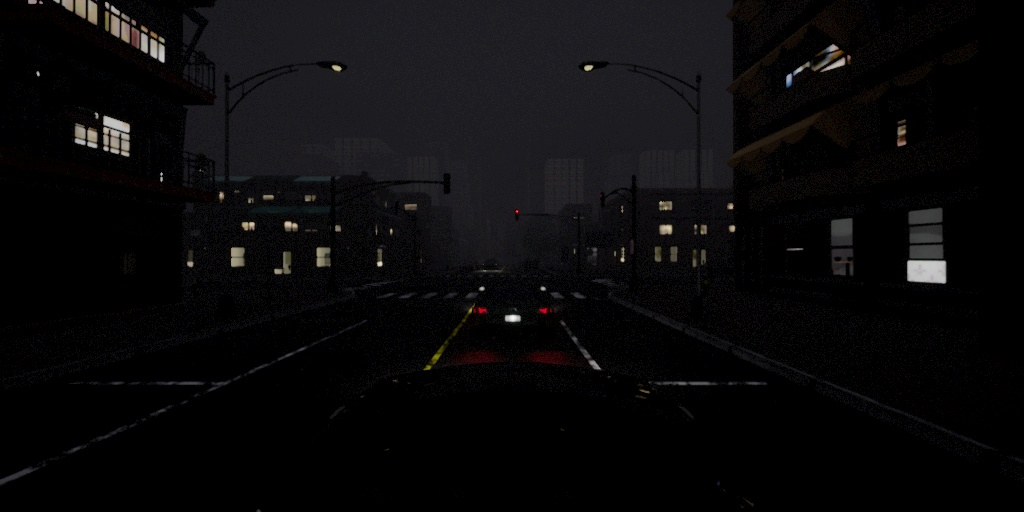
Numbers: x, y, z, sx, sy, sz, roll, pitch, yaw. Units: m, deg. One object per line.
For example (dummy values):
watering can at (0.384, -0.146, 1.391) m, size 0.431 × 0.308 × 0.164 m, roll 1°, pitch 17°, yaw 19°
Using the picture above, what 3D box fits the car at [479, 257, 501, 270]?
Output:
car at (-3.047, 1.112, 51.154) m, size 2.097 × 1.767 × 4.553 m, roll 0°, pitch 0°, yaw 0°

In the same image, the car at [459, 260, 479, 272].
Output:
car at (-5.739, 1.301, 46.595) m, size 1.888 × 1.381 × 4.507 m, roll 0°, pitch 0°, yaw 0°

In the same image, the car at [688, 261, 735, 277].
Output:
car at (17.522, 1.104, 30.902) m, size 4.313 × 1.339 × 1.948 m, roll 0°, pitch 0°, yaw 0°

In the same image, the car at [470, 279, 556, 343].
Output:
car at (0.016, 1.312, 9.717) m, size 1.994 × 1.385 × 4.181 m, roll 0°, pitch 0°, yaw 0°

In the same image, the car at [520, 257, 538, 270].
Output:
car at (2.735, 1.075, 52.109) m, size 2.192 × 1.841 × 5.009 m, roll 0°, pitch 0°, yaw 0°
